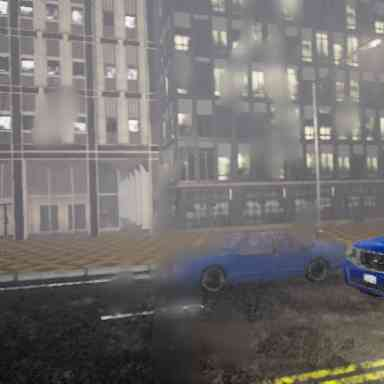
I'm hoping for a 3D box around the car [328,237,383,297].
[{"bbox_3d":[6.125,1.313,7.290,5.566,2.045,2.150,-1,-2,-16],"label":"car"}]

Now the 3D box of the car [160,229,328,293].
[{"bbox_3d":[1.857,1.785,9.421,5.357,1.411,2.033,-1,-2,-16],"label":"car"}]
